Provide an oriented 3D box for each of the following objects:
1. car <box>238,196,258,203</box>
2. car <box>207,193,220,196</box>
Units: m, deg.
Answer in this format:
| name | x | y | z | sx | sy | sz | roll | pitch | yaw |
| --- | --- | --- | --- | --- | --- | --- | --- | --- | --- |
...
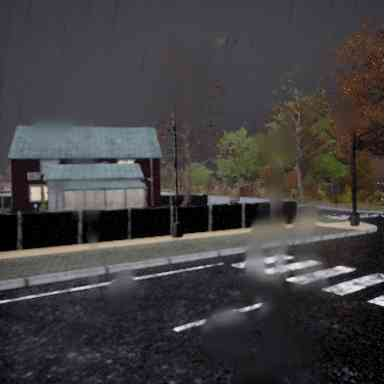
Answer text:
| name | x | y | z | sx | sy | sz | roll | pitch | yaw |
| --- | --- | --- | --- | --- | --- | --- | --- | --- | --- |
| car | 7.398 | 1.159 | 41.976 | 1.994 | 1.385 | 4.181 | -2 | 1 | -15 |
| car | 3.490 | 0.928 | 56.842 | 2.128 | 1.511 | 4.902 | -2 | 1 | -14 |
